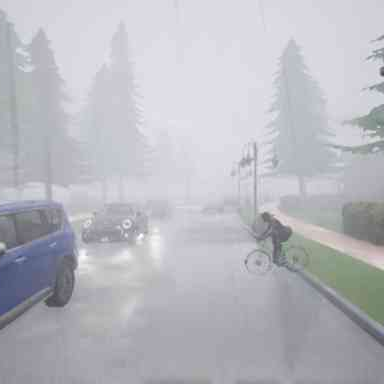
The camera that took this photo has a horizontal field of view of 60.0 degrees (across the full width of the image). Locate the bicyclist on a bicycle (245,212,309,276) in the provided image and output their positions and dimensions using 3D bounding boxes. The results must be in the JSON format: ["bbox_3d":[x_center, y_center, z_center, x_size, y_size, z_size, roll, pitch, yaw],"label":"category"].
[{"bbox_3d":[2.145,1.322,8.605,1.656,1.620,0.582,-7,0,1],"label":"bicyclist on a bicycle"}]

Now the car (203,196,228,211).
[{"bbox_3d":[2.447,1.285,36.065,1.812,1.442,4.674,0,1,12],"label":"car"}]

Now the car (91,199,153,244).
[{"bbox_3d":[-3.304,1.249,15.119,2.097,1.767,4.553,0,0,2],"label":"car"}]

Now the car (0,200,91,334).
[{"bbox_3d":[-3.541,1.186,4.971,2.150,2.045,5.566,0,0,1],"label":"car"}]

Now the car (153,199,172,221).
[{"bbox_3d":[-2.743,1.319,25.503,2.128,1.511,4.902,0,0,6],"label":"car"}]

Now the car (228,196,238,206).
[{"bbox_3d":[5.750,1.237,49.073,1.994,1.385,4.181,0,0,18],"label":"car"}]
